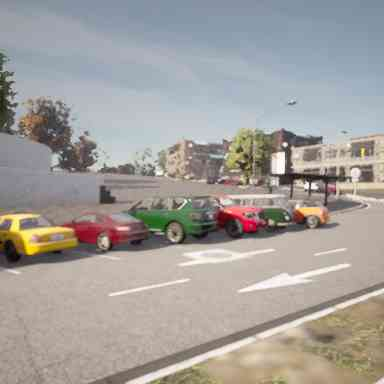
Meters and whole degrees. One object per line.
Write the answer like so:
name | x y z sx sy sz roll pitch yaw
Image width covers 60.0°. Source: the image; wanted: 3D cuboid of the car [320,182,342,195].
car | 20.916 -0.361 49.159 2.002 1.452 4.674 6 4 35

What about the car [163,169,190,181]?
car | -3.180 -3.265 67.759 2.128 1.511 4.902 1 4 -36

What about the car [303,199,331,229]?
car | 6.061 1.213 20.662 4.553 1.767 2.185 -1 0 35

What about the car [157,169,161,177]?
car | -6.945 -4.864 88.367 2.435 2.045 5.566 1 -1 34

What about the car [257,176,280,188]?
car | 13.997 -1.491 59.004 2.231 1.521 4.892 6 4 35

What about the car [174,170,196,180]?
car | -1.638 -4.201 81.091 2.435 2.045 5.566 7 4 34

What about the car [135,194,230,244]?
car | -1.397 1.169 15.531 5.566 2.045 2.435 -1 0 35

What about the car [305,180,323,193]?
car | 19.218 -0.924 51.626 2.435 2.045 5.566 6 4 35

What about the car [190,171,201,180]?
car | 0.220 -3.680 78.837 1.946 1.575 5.366 6 4 34

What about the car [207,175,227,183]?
car | 5.339 -2.819 71.336 2.002 1.452 4.674 6 4 35

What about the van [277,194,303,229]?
van | 3.653 1.138 18.910 4.442 1.987 1.878 -1 -1 35

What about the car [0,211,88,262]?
car | -6.425 1.474 12.143 5.366 1.575 1.946 -1 0 35

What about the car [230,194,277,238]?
car | 1.115 1.141 17.238 5.566 2.045 2.435 -1 -1 35

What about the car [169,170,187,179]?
car | -3.435 -4.352 83.555 2.185 1.767 4.553 6 3 34

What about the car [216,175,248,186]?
car | 6.518 -1.622 54.112 1.994 1.385 4.181 1 4 -36

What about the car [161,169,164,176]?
car | -5.169 -4.588 86.022 2.185 1.767 4.553 4 1 33

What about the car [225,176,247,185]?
car | 8.921 -2.314 66.560 1.946 1.575 5.366 6 4 35

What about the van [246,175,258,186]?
van | 12.231 -1.989 61.362 1.878 1.987 4.442 7 4 35

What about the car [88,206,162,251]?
car | -3.820 1.487 13.773 4.674 1.452 2.002 -1 0 35
